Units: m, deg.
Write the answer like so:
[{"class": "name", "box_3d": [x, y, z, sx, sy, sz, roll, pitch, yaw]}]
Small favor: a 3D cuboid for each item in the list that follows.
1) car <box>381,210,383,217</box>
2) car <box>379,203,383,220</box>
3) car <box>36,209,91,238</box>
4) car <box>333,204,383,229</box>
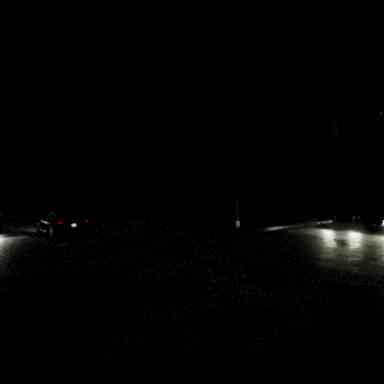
[{"class": "car", "box_3d": [14.034, 1.331, 20.524, 5.566, 2.045, 2.150, 0, 0, -42]}, {"class": "car", "box_3d": [18.684, 1.706, 29.692, 5.357, 1.411, 2.033, 0, 0, -44]}, {"class": "car", "box_3d": [-7.080, 1.628, 18.186, 1.994, 1.385, 4.181, 0, 0, -36]}, {"class": "car", "box_3d": [11.519, 1.594, 22.966, 5.008, 1.535, 1.882, 0, 0, -43]}]
